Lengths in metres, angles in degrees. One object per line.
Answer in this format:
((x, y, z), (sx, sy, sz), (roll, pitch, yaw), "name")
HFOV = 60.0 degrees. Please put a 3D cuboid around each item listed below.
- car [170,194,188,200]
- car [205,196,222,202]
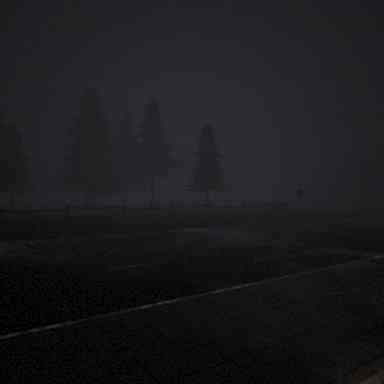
((-3.146, 1.350, 78.450), (2.150, 2.045, 5.566), (1, 0, -35), "car")
((5.454, 1.774, 84.468), (1.994, 1.385, 4.181), (1, 0, -35), "car")
